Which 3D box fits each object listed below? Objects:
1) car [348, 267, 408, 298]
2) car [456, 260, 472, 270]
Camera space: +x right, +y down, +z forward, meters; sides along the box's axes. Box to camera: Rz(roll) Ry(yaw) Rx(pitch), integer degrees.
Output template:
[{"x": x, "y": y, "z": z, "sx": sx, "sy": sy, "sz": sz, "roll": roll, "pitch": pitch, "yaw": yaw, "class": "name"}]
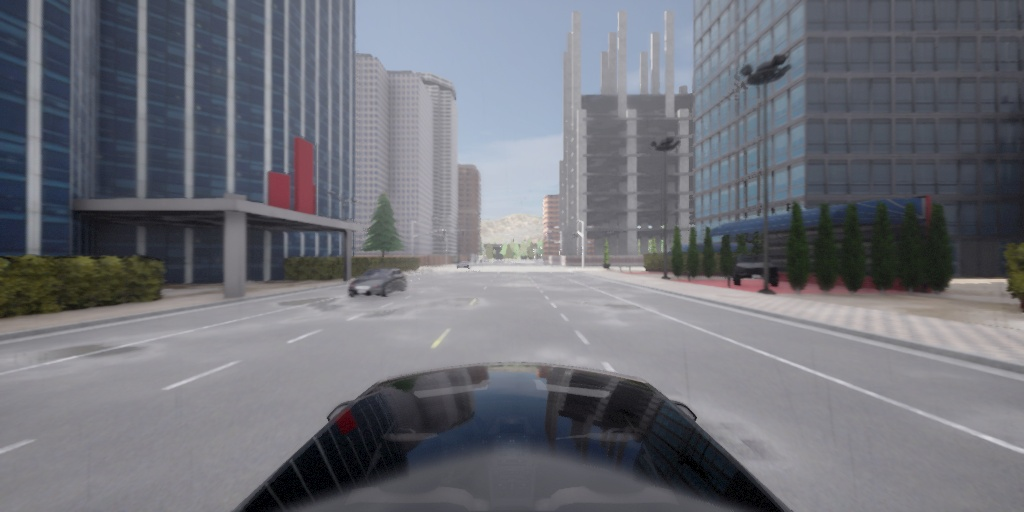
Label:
[{"x": -7.007, "y": 1.386, "z": 19.198, "sx": 2.128, "sy": 1.511, "sz": 4.902, "roll": 0, "pitch": 1, "yaw": 0, "class": "car"}, {"x": -7.001, "y": 1.301, "z": 52.661, "sx": 1.882, "sy": 1.535, "sz": 5.008, "roll": 0, "pitch": 0, "yaw": 0, "class": "car"}]
